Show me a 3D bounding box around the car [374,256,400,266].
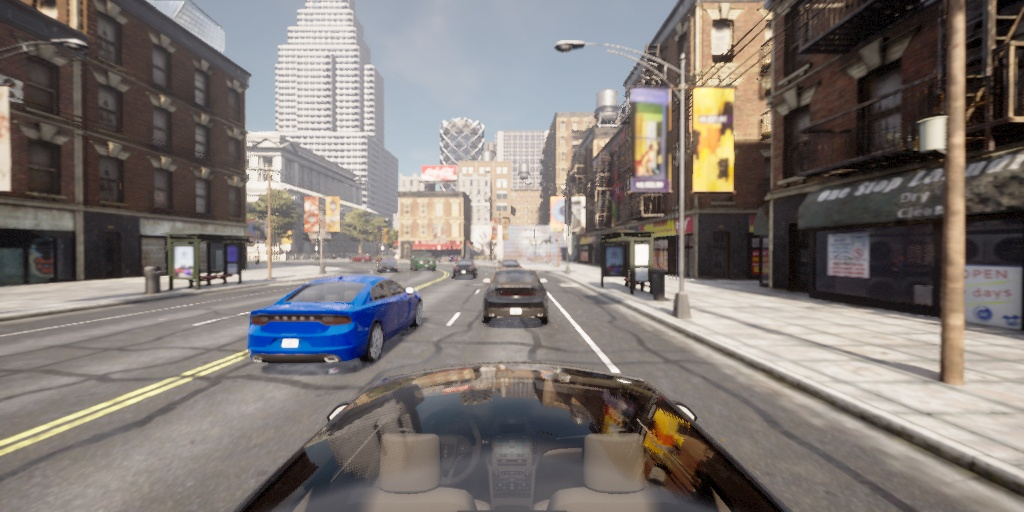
[{"bbox_3d":[-12.122,0.912,35.325,2.033,1.411,5.357,0,1,-18],"label":"car"}]

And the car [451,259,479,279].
[{"bbox_3d":[-3.705,0.968,28.544,1.812,1.442,4.674,0,1,-4],"label":"car"}]

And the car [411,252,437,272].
[{"bbox_3d":[-9.417,0.556,37.925,2.150,2.045,5.566,0,1,-22],"label":"car"}]

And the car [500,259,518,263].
[{"bbox_3d":[-0.223,0.969,28.542,1.812,1.442,4.674,0,1,-4],"label":"car"}]

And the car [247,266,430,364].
[{"bbox_3d":[-3.399,1.156,7.971,1.882,1.535,5.008,0,1,0],"label":"car"}]

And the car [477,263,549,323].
[{"bbox_3d":[0.101,1.142,11.603,1.837,1.490,4.892,0,1,0],"label":"car"}]
